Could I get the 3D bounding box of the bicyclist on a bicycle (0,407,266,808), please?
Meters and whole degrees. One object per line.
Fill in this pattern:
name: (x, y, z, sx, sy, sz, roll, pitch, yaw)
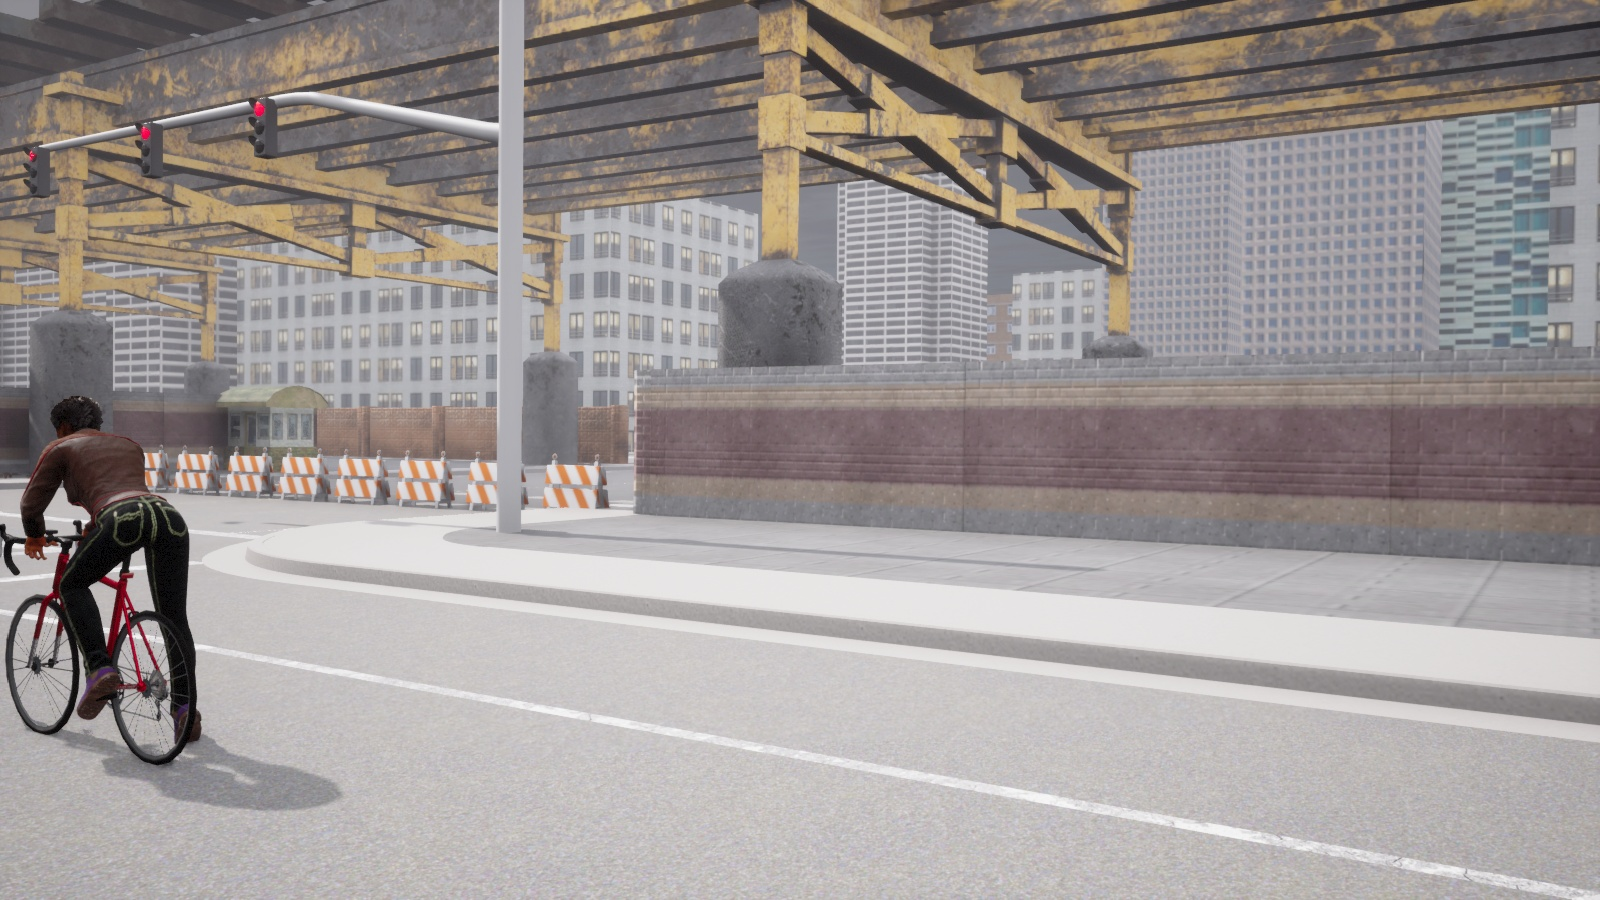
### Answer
bicyclist on a bicycle: (-3.227, 0.635, 5.764, 1.656, 1.620, 0.582, 0, 1, 34)
